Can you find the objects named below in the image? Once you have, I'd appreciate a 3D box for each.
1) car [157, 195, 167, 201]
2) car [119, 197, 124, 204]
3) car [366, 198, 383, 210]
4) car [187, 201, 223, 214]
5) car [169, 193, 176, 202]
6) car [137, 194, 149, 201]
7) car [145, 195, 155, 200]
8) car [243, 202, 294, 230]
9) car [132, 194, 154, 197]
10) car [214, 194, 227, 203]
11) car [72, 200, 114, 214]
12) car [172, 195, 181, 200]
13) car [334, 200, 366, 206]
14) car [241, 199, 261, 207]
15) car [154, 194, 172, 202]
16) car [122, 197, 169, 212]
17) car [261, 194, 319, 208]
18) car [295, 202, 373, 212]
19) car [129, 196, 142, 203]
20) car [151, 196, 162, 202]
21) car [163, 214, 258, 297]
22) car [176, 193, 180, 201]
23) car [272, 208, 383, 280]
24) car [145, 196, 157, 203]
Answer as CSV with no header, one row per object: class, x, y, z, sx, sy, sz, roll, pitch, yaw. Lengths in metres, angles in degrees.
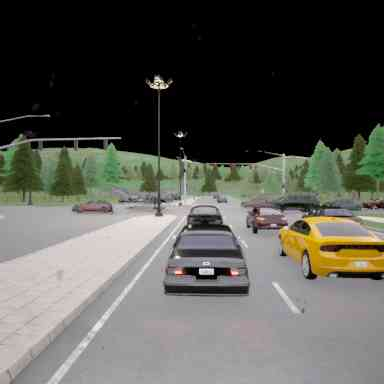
car,-8.020,1.524,89.371,2.128,1.511,4.902,0,0,2
car,-12.591,1.564,63.423,1.994,1.385,4.181,0,0,3
car,24.090,1.477,41.771,5.008,1.535,1.882,0,0,3
car,0.726,1.478,18.598,1.882,1.535,5.008,0,0,3
car,-5.193,1.355,72.326,2.097,1.767,4.553,0,0,2
car,-11.860,1.355,80.900,2.097,1.767,4.553,0,0,2
car,-11.452,1.539,91.134,2.033,1.411,5.357,0,0,2
car,4.260,1.526,19.204,1.812,1.442,4.674,0,0,3
car,-9.152,1.491,62.282,2.128,1.511,4.902,0,0,3
car,6.288,1.557,70.530,1.994,1.385,4.181,0,0,2
car,-10.399,1.564,35.017,4.181,1.385,1.994,0,0,0
car,-4.360,1.533,93.021,2.033,1.411,5.357,0,0,2
car,17.353,1.564,38.622,4.181,1.385,1.994,0,0,3
car,8.696,1.563,44.913,4.181,1.385,1.994,0,0,37
car,-5.593,1.601,63.392,1.895,1.301,4.718,0,0,3
car,-5.353,1.601,38.690,4.718,1.301,1.895,0,0,-2
car,10.598,1.221,35.243,5.566,2.045,2.150,0,0,1
car,7.745,1.547,18.821,2.033,1.411,5.357,0,0,3
car,-12.209,1.524,72.043,1.812,1.442,4.674,0,0,2
car,-8.422,1.552,79.245,1.994,1.385,4.181,0,0,2
car,0.378,1.547,8.777,2.033,1.411,5.357,0,0,2
car,-4.786,1.225,82.619,2.150,2.045,5.566,0,0,2
car,3.932,1.478,9.985,1.882,1.535,5.008,0,0,3
car,-8.742,1.552,71.133,1.994,1.385,4.181,0,0,2
